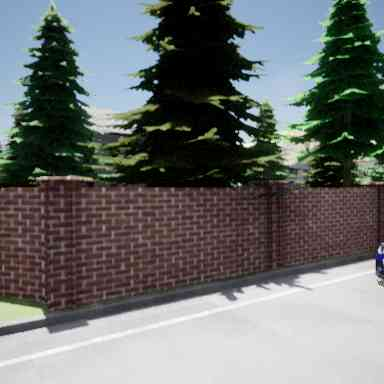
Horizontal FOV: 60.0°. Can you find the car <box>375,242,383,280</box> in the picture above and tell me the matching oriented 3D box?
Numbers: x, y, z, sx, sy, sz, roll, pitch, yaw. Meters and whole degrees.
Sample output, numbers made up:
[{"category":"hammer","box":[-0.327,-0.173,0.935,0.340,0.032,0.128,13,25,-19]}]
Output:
[{"category":"car","box":[6.571,1.278,8.206,4.553,1.767,2.097,-1,0,-33]}]
